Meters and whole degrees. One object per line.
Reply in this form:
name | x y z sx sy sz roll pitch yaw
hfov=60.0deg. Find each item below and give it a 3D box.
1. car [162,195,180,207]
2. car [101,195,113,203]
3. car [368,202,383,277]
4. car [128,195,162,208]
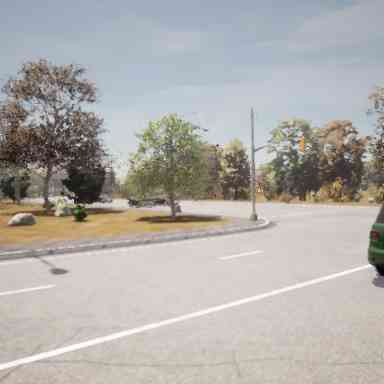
car | -3.558 1.119 44.055 2.128 1.511 4.902 -2 1 -39
car | -15.845 1.240 59.450 2.128 1.511 4.902 -2 1 -39
car | 6.767 1.117 8.594 5.566 2.045 2.150 -1 1 -35
car | -6.312 1.201 41.896 2.128 1.511 4.902 -2 1 -39
